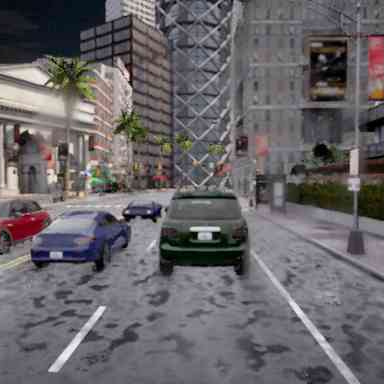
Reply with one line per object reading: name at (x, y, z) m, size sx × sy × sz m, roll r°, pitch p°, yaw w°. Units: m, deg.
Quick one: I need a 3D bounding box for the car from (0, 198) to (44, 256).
car at (-6.828, 1.063, 11.673) m, size 2.097 × 1.767 × 4.553 m, roll 0°, pitch 1°, yaw 1°

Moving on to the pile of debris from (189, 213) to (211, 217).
pile of debris at (0.534, 1.602, 23.494) m, size 1.500 × 0.140 × 1.860 m, roll 0°, pitch 1°, yaw 1°

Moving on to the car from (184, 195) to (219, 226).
car at (0.564, 1.006, 20.391) m, size 1.837 × 1.490 × 4.892 m, roll 0°, pitch 1°, yaw 1°

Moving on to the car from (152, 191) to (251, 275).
car at (0.327, 0.979, 9.761) m, size 2.150 × 2.045 × 5.566 m, roll 0°, pitch 1°, yaw 1°

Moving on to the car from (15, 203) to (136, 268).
car at (-3.159, 1.274, 10.186) m, size 1.812 × 1.442 × 4.674 m, roll 0°, pitch 1°, yaw 1°

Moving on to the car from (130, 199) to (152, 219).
car at (-2.931, 1.094, 20.706) m, size 1.895 × 1.301 × 4.718 m, roll 0°, pitch 1°, yaw 1°
